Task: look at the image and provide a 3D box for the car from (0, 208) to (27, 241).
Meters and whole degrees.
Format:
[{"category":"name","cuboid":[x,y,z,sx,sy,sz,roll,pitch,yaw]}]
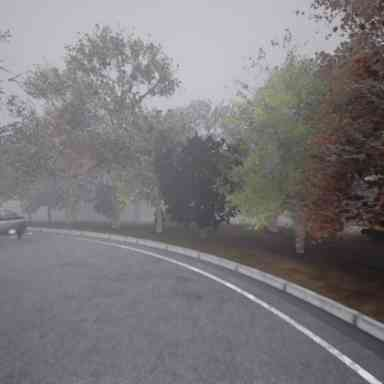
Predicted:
[{"category":"car","cuboid":[-9.539,1.414,14.939,4.902,1.511,2.128,0,0,29]}]
